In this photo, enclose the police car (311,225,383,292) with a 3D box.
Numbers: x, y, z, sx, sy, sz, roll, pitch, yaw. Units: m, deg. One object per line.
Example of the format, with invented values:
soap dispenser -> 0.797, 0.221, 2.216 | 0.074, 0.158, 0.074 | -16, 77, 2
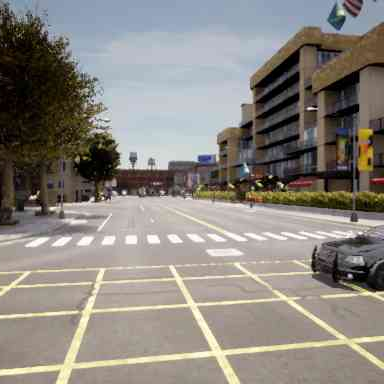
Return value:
police car -> 5.635, 1.508, 8.613 | 4.974, 1.542, 2.038 | 0, 0, -10
